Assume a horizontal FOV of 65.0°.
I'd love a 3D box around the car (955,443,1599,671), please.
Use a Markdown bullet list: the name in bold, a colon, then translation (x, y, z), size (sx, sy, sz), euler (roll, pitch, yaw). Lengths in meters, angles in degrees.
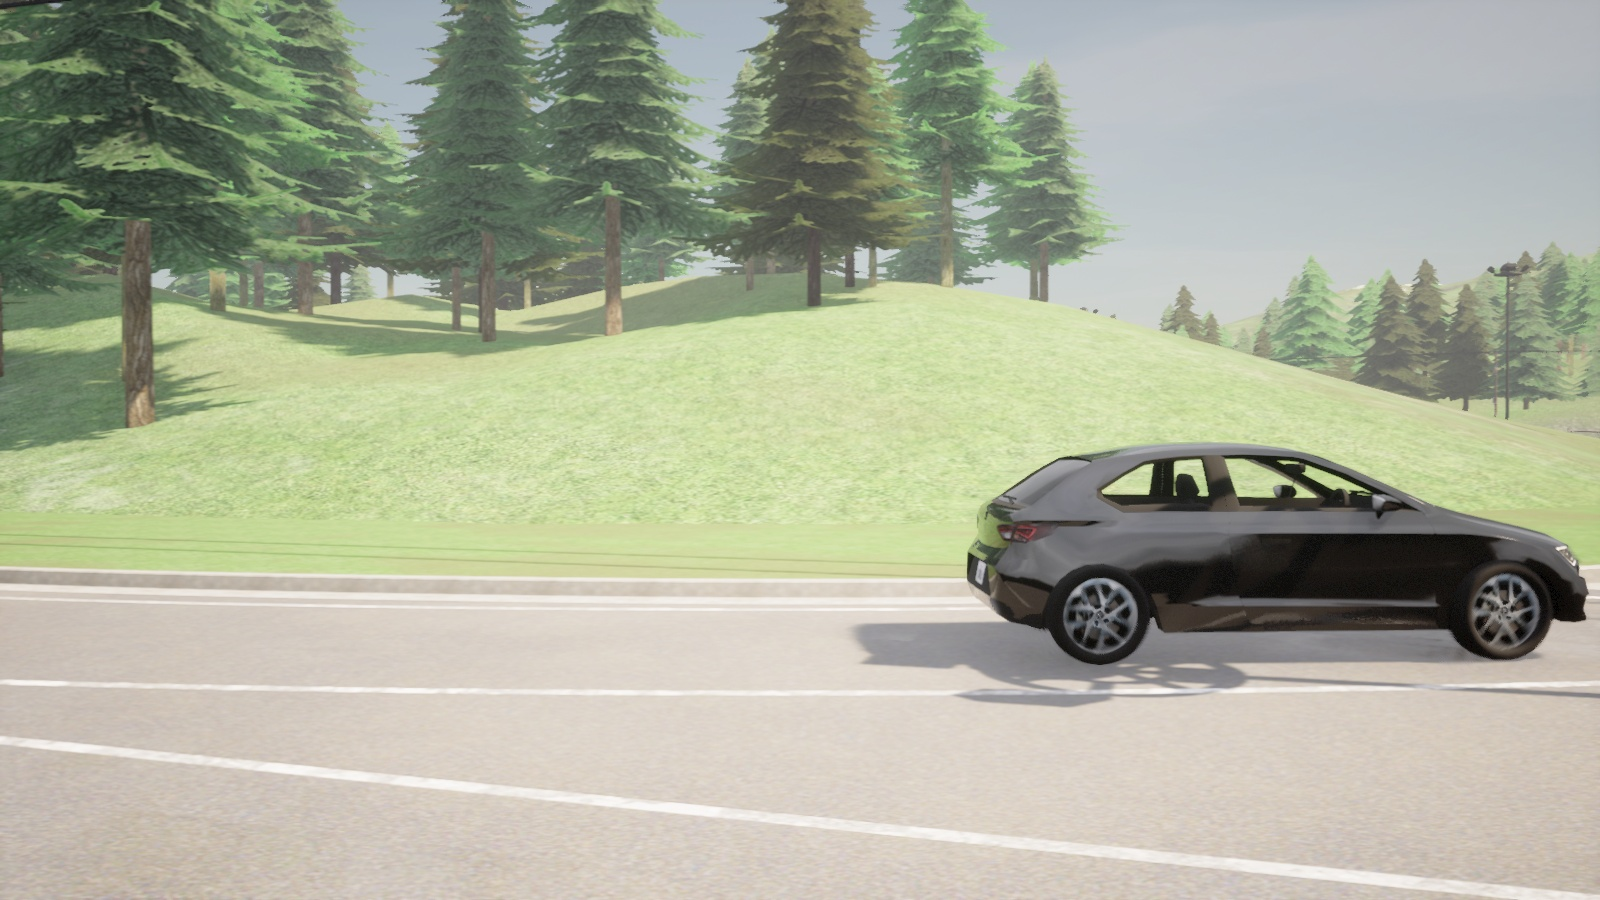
- **car**: translation (3.374, 0.705, 9.208), size (4.193, 1.474, 1.816), euler (0, 1, -2)
